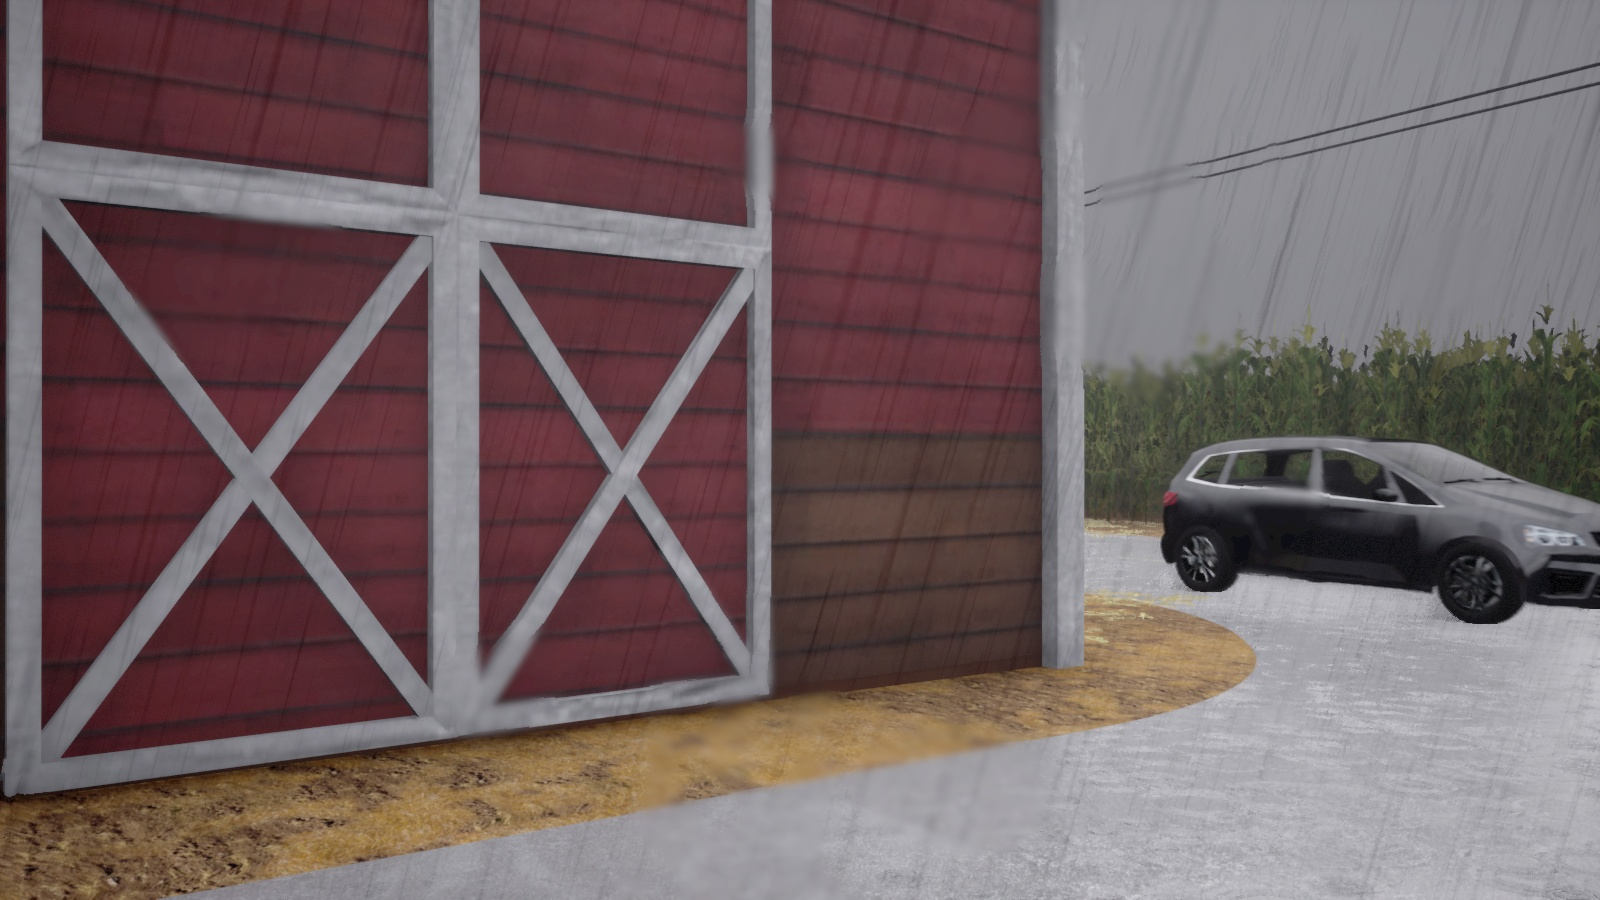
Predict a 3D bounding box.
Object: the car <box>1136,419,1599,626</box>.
[{"bbox_3d":[5.940,0.590,12.666,2.242,1.667,4.611,0,0,-33],"label":"car"}]
